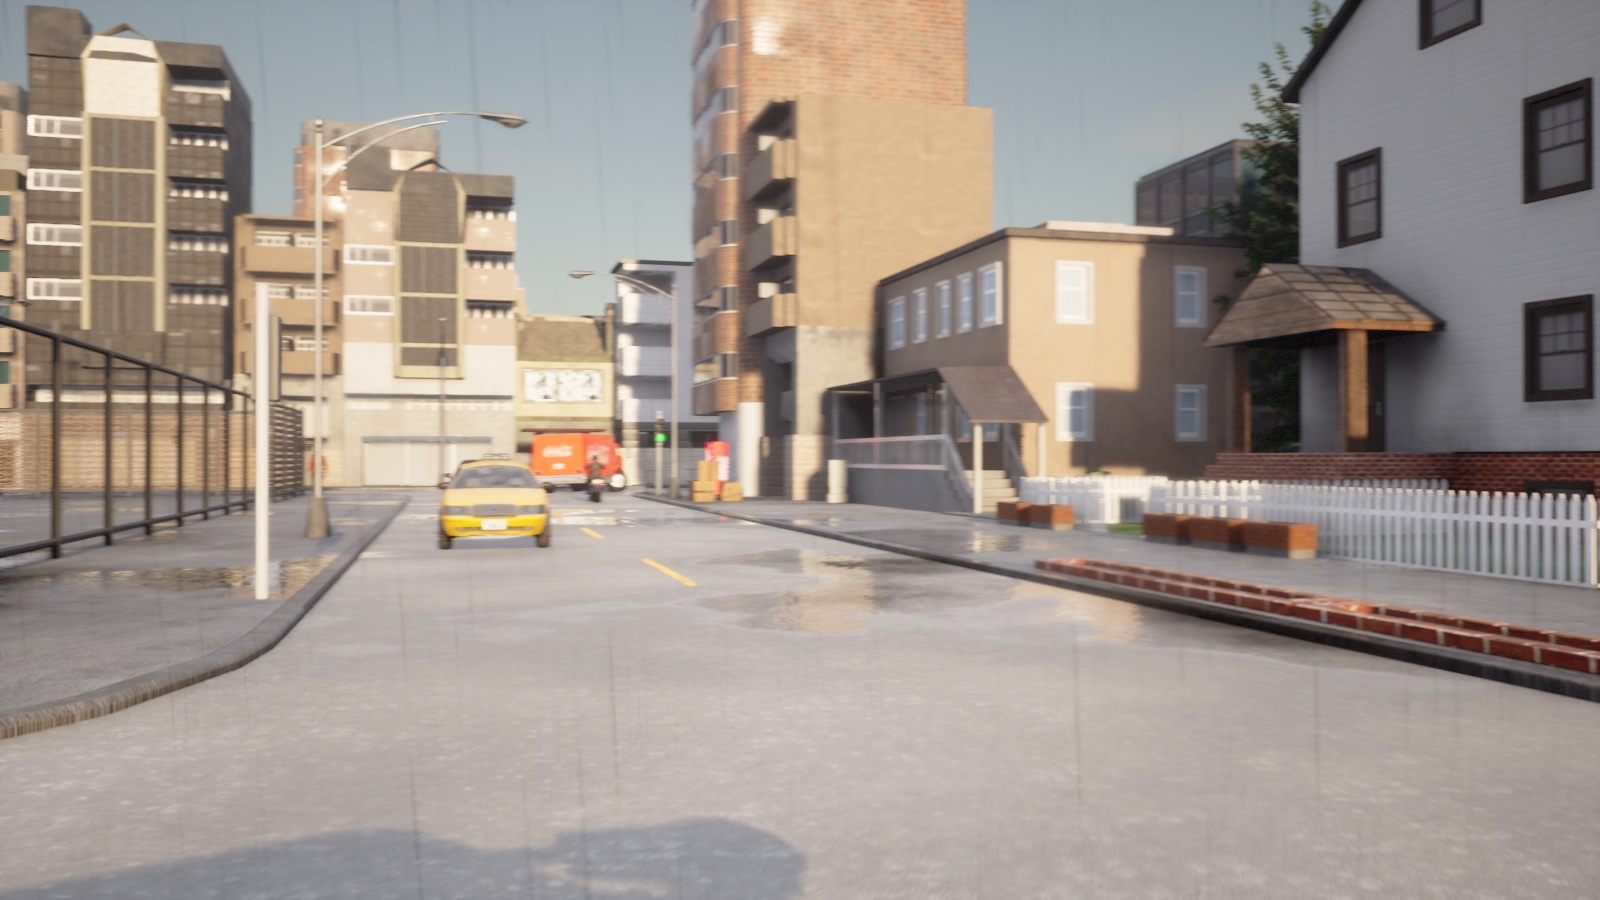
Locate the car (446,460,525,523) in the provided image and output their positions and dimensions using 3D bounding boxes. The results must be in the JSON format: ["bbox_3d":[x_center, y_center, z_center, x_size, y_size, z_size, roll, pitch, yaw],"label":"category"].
[{"bbox_3d":[-7.940,1.001,31.776,1.816,1.474,4.193,0,0,-14],"label":"car"}]

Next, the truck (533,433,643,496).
[{"bbox_3d":[-8.954,0.633,53.565,2.627,2.467,5.204,-2,-2,15],"label":"truck"}]

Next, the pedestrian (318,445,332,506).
[{"bbox_3d":[-14.335,0.768,37.899,0.331,1.846,0.636,0,0,-15],"label":"pedestrian"}]

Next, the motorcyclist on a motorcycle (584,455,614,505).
[{"bbox_3d":[-6.880,1.002,42.972,0.766,1.649,2.350,0,-1,-15],"label":"motorcyclist on a motorcycle"}]

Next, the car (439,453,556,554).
[{"bbox_3d":[-5.353,0.854,22.417,1.801,1.575,5.366,0,0,-13],"label":"car"}]

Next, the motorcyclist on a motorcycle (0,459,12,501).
[{"bbox_3d":[-32.323,1.171,49.206,2.350,1.649,0.766,0,0,-15],"label":"motorcyclist on a motorcycle"}]
